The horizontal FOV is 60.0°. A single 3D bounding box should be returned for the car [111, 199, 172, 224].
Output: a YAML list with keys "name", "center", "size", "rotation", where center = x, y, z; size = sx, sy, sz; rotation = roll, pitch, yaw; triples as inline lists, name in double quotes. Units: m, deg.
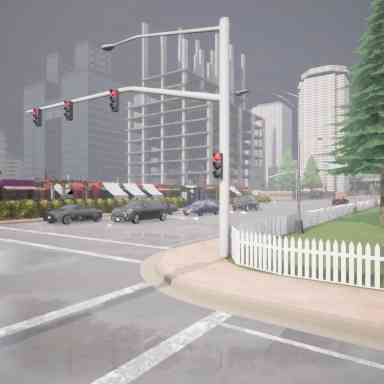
- name: "car"
  center: [-3.951, 1.352, 25.160]
  size: [2.097, 1.767, 4.553]
  rotation: [0, 0, 34]

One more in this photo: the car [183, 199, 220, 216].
- name: "car"
  center: [0.994, 1.526, 32.459]
  size: [1.812, 1.442, 4.674]
  rotation: [0, 0, 34]

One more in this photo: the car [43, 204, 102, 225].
- name: "car"
  center: [-8.663, 1.564, 24.438]
  size: [1.994, 1.385, 4.181]
  rotation: [0, 0, 34]

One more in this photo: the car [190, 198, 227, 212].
- name: "car"
  center: [2.150, 1.547, 40.438]
  size: [2.033, 1.411, 5.357]
  rotation: [0, 0, 34]

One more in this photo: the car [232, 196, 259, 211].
- name: "car"
  center: [6.623, 1.505, 40.790]
  size: [1.837, 1.490, 4.892]
  rotation: [0, 0, 34]

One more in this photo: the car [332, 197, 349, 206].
- name: "car"
  center: [24.017, 1.478, 53.697]
  size: [1.882, 1.535, 5.008]
  rotation: [0, 0, 34]

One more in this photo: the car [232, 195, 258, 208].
- name: "car"
  center: [7.846, 1.352, 48.796]
  size: [2.097, 1.767, 4.553]
  rotation: [0, 0, 34]

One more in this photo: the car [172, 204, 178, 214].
- name: "car"
  center: [-3.488, 1.547, 32.098]
  size: [2.033, 1.411, 5.357]
  rotation: [0, 0, 34]
